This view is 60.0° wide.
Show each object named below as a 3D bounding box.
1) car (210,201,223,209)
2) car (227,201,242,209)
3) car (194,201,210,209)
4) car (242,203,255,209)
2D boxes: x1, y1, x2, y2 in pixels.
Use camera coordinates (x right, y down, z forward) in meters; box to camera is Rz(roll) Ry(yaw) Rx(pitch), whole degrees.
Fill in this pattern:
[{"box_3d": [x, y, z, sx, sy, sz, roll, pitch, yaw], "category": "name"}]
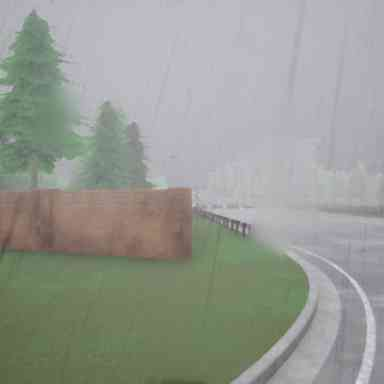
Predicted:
[{"box_3d": [5.535, 2.958, 73.118, 1.882, 1.535, 5.008, 0, -1, -5], "category": "car"}, {"box_3d": [9.027, 2.841, 73.357, 2.097, 1.767, 4.553, 0, -1, -5], "category": "car"}, {"box_3d": [2.166, 2.970, 71.412, 1.812, 1.442, 4.674, 0, -1, -5], "category": "car"}, {"box_3d": [12.519, 3.043, 73.596, 1.994, 1.385, 4.181, 0, -1, -5], "category": "car"}]
